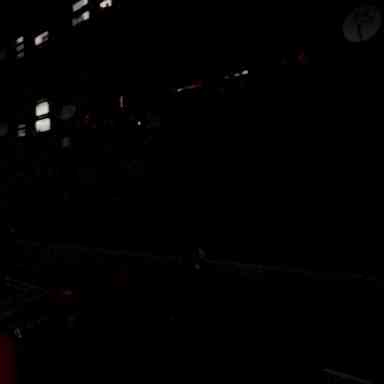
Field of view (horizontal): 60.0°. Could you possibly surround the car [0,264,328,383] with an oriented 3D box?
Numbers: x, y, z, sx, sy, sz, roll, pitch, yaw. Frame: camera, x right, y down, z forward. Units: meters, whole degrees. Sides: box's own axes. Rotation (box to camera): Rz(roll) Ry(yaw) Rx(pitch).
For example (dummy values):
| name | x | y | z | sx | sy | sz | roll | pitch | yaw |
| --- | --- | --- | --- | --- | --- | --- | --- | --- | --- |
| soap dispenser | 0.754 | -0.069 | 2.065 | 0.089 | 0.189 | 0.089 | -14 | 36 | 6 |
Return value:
| name | x | y | z | sx | sy | sz | roll | pitch | yaw |
| --- | --- | --- | --- | --- | --- | --- | --- | --- | --- |
| car | -0.974 | 1.569 | 3.443 | 4.507 | 1.381 | 1.887 | -1 | -2 | 36 |
